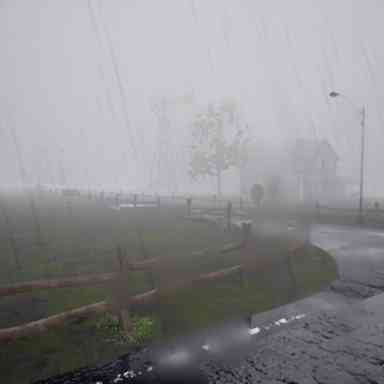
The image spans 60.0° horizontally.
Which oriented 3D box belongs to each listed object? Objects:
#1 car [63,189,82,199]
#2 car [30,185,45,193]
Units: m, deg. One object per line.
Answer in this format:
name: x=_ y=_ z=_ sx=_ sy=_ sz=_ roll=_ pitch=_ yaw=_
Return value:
car: x=-18.216 y=0.311 z=50.373 sx=1.837 sy=1.490 sz=4.892 roll=1 pitch=1 yaw=-35
car: x=-38.779 y=-0.837 z=84.345 sx=2.150 sy=2.045 sz=5.566 roll=1 pitch=1 yaw=-35
